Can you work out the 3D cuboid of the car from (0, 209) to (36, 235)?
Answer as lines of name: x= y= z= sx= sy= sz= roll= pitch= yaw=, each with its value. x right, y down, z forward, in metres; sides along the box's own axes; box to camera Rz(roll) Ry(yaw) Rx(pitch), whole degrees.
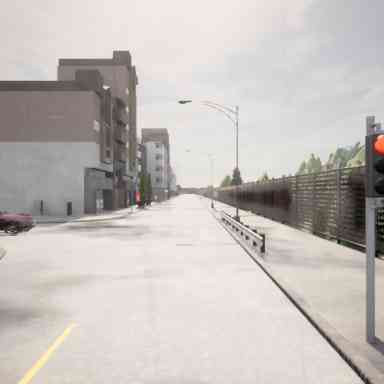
car: x=-10.921 y=1.525 z=17.823 sx=4.674 sy=1.442 sz=1.812 roll=0 pitch=0 yaw=-8
